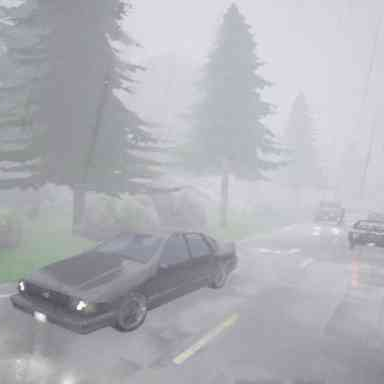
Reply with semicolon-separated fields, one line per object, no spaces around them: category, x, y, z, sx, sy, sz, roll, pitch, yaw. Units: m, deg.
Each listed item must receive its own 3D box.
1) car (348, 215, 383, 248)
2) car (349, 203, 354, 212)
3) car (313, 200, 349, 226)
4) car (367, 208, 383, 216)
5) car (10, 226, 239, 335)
car;8.837;2.018;16.155;1.895;1.301;4.718;3;0;31
car;19.893;2.066;43.063;1.812;1.442;4.674;3;0;32
car;12.219;1.781;29.406;2.150;2.045;5.566;3;0;29
car;19.125;2.436;34.304;1.812;1.442;4.674;3;0;29
car;-0.770;1.484;7.058;2.033;1.411;5.357;3;0;32
